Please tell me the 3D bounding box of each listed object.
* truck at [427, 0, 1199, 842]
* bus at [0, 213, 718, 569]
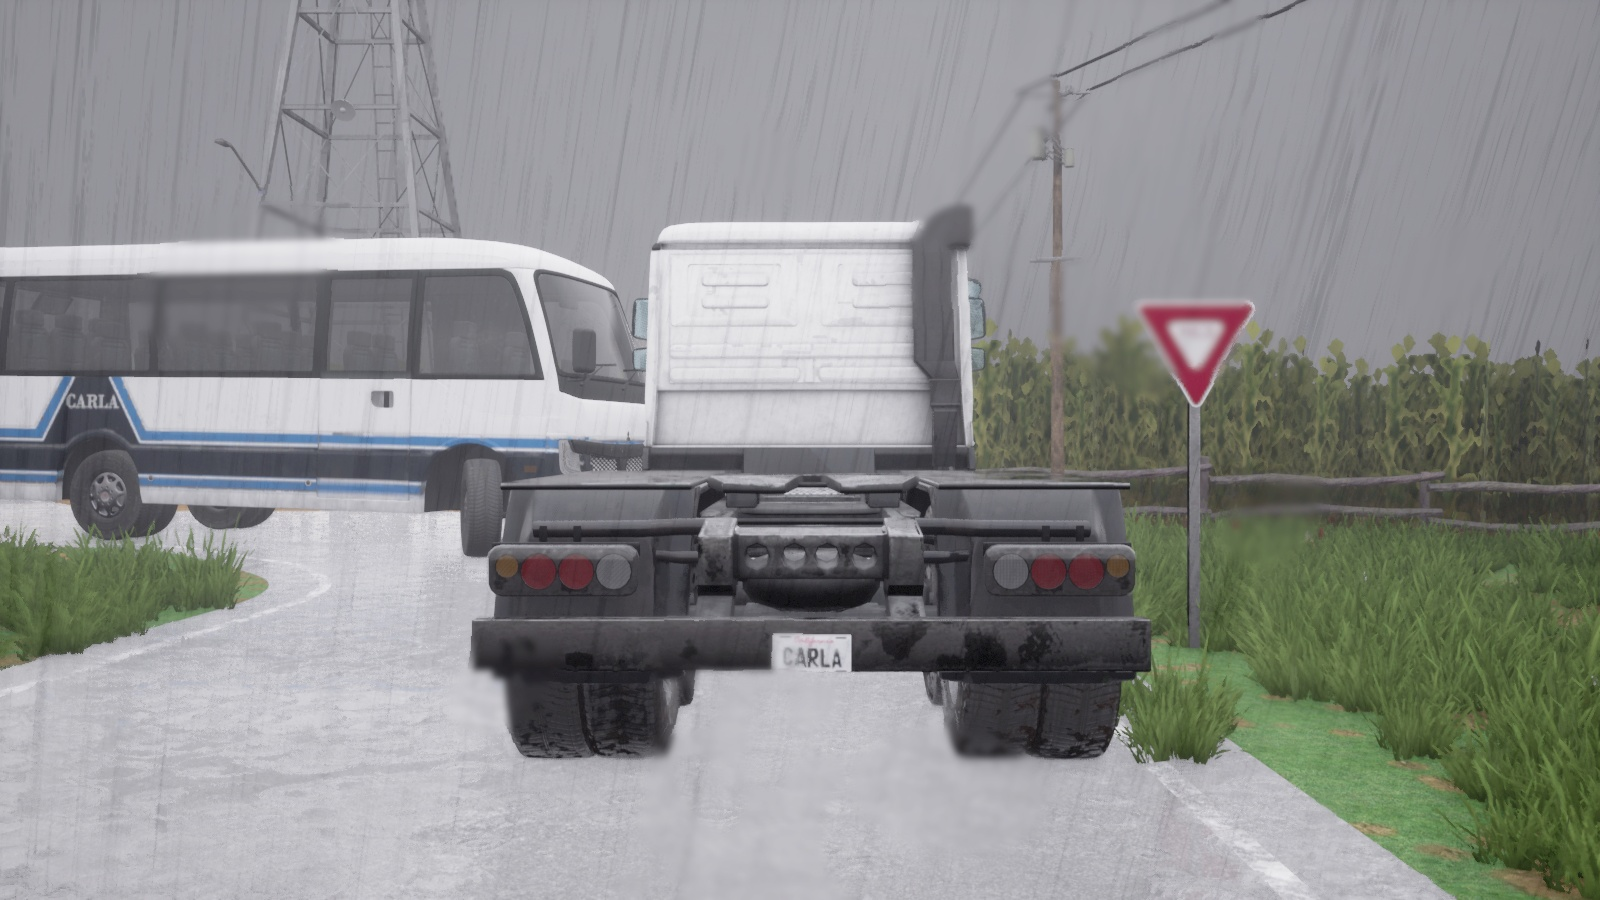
[{"bbox_3d":[0.067,-0.285,8.679,2.891,3.462,7.936,0,0,0],"label":"truck"},{"bbox_3d":[-6.732,-0.826,18.171,10.273,4.253,3.944,1,1,14],"label":"bus"}]
